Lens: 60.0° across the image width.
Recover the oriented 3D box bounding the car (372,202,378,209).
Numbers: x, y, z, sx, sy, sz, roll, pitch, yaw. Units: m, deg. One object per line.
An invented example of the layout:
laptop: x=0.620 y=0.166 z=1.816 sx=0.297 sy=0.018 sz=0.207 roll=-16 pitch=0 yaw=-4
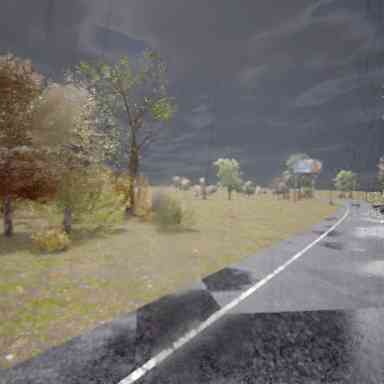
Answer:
car: x=36.176 y=2.687 z=64.625 sx=1.895 sy=1.301 sz=4.718 roll=1 pitch=0 yaw=25

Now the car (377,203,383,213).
car: x=28.626 y=2.384 z=48.659 sx=1.812 sy=1.442 sz=4.674 roll=1 pitch=0 yaw=26

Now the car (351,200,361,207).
car: x=39.617 y=2.782 z=80.537 sx=2.128 sy=1.511 sz=4.902 roll=1 pitch=0 yaw=24
